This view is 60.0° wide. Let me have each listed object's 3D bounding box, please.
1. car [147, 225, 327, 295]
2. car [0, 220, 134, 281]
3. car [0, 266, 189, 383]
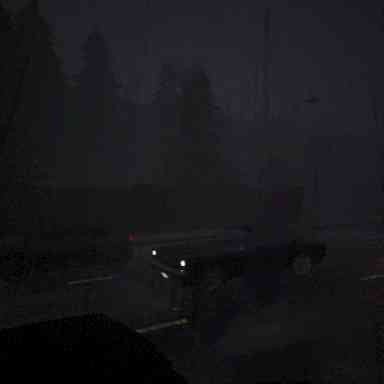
[{"bbox_3d":[1.276,1.595,8.756,4.718,1.301,1.895,0,0,-31],"label":"car"},{"bbox_3d":[-3.823,1.546,9.651,4.181,1.385,1.994,0,0,-34],"label":"car"},{"bbox_3d":[-2.271,1.593,1.951,4.718,1.301,1.895,0,0,-36],"label":"car"}]
